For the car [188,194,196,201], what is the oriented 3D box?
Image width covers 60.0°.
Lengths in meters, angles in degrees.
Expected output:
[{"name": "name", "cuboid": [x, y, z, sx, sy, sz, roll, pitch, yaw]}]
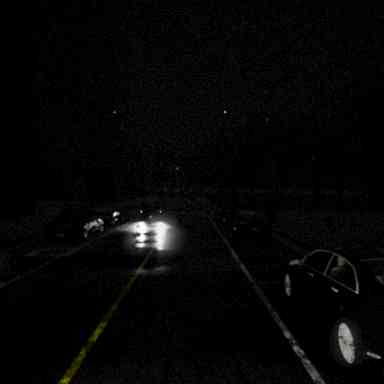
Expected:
[{"name": "car", "cuboid": [-0.049, 1.506, 83.735, 2.128, 1.511, 4.902, 0, 0, 0]}]

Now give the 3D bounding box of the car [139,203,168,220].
[{"name": "car", "cuboid": [-3.056, 1.543, 27.036, 1.895, 1.301, 4.718, 0, 0, 0]}]

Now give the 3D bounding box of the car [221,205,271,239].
[{"name": "car", "cuboid": [2.752, 1.501, 16.800, 1.887, 1.381, 4.507, -1, 0, 0]}]

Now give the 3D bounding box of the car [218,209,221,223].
[{"name": "car", "cuboid": [2.751, 1.514, 22.469, 1.947, 1.339, 4.313, -1, 0, 0]}]

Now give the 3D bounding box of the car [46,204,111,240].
[{"name": "car", "cuboid": [-5.773, 1.522, 16.829, 1.947, 1.339, 4.313, -1, 0, 0]}]

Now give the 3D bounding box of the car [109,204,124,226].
[{"name": "car", "cuboid": [-5.774, 1.499, 22.497, 2.008, 1.369, 4.403, -1, 0, 0]}]

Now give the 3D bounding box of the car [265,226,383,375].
[{"name": "car", "cuboid": [2.754, 1.533, 5.461, 2.008, 1.369, 4.403, -1, 0, 0]}]
